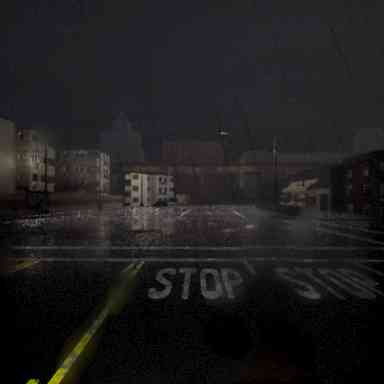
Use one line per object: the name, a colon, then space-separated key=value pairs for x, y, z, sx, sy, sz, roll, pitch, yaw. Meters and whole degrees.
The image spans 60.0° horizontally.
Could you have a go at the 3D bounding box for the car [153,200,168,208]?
car: x=-6.621 y=2.499 z=70.218 sx=1.882 sy=1.535 sz=5.008 roll=0 pitch=-1 yaw=18
